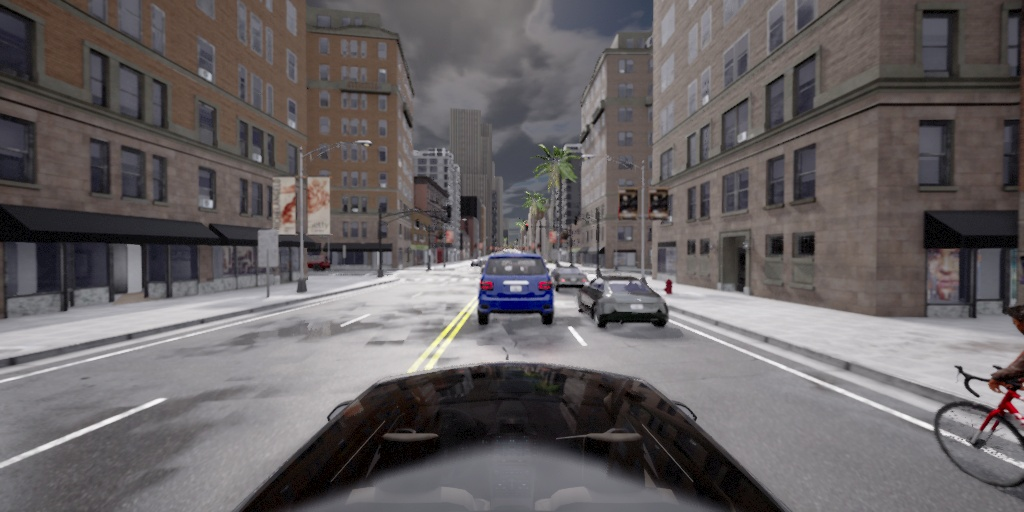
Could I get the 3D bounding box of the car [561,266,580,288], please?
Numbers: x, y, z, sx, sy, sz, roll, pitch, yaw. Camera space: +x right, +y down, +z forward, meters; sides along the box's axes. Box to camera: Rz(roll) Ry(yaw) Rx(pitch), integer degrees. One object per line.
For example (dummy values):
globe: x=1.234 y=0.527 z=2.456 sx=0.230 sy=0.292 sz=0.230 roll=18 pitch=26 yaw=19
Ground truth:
car: x=3.251 y=1.304 z=21.461 sx=2.033 sy=1.411 sz=5.357 roll=0 pitch=0 yaw=0

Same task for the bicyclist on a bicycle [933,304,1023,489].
bicyclist on a bicycle: x=4.145 y=1.202 z=2.702 sx=0.582 sy=1.620 sz=1.656 roll=0 pitch=0 yaw=0

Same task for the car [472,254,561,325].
car: x=0.101 y=0.970 z=11.969 sx=2.150 sy=2.045 sz=5.566 roll=0 pitch=-1 yaw=0

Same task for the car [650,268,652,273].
car: x=16.209 y=1.530 z=36.345 sx=4.313 sy=1.339 sz=1.948 roll=0 pitch=0 yaw=0

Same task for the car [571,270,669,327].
car: x=3.328 y=1.317 z=11.517 sx=1.994 sy=1.385 sz=4.181 roll=0 pitch=0 yaw=0

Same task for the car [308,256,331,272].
car: x=-23.893 y=0.857 z=41.841 sx=5.009 sy=1.841 sz=2.192 roll=0 pitch=0 yaw=-9
